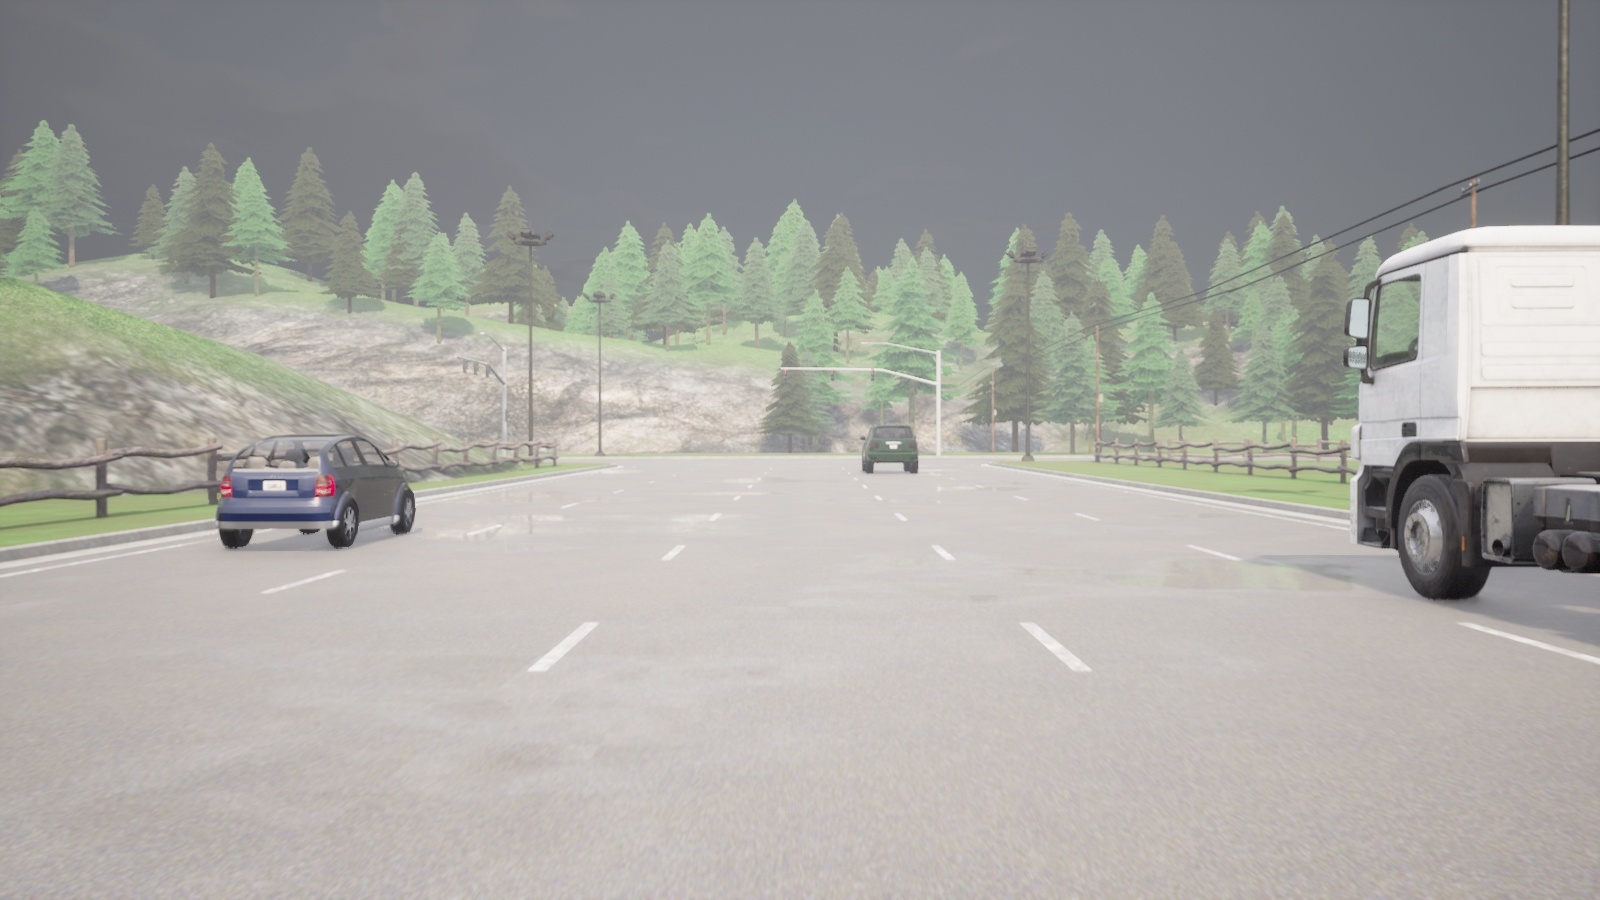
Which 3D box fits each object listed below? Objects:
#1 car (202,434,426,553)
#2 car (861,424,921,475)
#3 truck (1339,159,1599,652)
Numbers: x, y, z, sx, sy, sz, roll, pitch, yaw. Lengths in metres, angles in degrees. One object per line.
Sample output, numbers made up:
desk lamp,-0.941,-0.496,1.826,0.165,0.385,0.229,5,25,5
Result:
car,-6.883,0.548,18.216,1.789,1.549,3.705,0,1,0
car,3.812,-0.033,53.400,2.150,2.045,5.566,0,1,0
truck,7.067,-0.317,9.161,2.891,3.462,7.936,0,1,0
